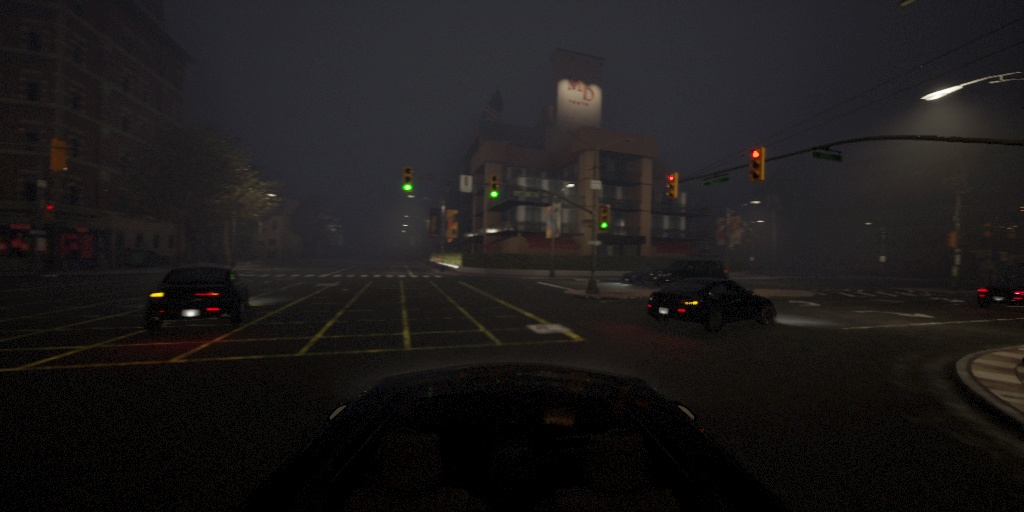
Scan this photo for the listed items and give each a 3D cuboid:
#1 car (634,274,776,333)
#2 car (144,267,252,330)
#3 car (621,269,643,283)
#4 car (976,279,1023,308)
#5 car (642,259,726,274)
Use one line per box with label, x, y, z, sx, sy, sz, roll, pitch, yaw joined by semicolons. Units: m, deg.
car;6.255;1.419;11.256;4.674;1.442;1.812;1;-1;-30
car;-8.818;1.043;10.328;1.837;1.490;4.892;3;-1;-34
car;11.616;1.559;29.132;5.357;1.411;2.033;1;0;-17
car;24.801;1.853;17.334;4.674;1.442;1.812;1;0;-17
car;12.651;1.258;25.769;5.566;2.045;2.150;1;0;-16
